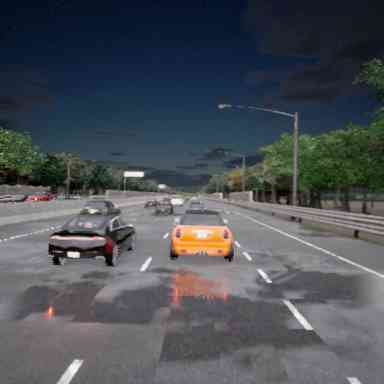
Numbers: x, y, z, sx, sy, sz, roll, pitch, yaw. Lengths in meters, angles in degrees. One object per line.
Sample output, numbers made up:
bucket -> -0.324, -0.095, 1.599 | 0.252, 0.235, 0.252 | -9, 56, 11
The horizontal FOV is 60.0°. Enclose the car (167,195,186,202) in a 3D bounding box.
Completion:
car -> -2.798, 1.668, 61.588 | 2.150, 2.045, 5.566 | 1, -1, 0

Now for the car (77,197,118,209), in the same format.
car -> -6.552, 1.378, 24.151 | 2.097, 1.767, 4.553 | 1, 0, 0

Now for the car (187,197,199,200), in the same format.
car -> 0.657, 2.028, 56.377 | 2.033, 1.411, 5.357 | 1, -1, 0

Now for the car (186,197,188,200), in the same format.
car -> -2.671, 2.174, 82.804 | 1.812, 1.442, 4.674 | 1, -1, 0

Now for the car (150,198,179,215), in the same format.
car -> -2.963, 1.710, 36.903 | 2.128, 1.511, 4.902 | 1, 0, 0

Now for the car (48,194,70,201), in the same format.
car -> -20.392, 1.449, 52.699 | 1.837, 1.490, 4.892 | 1, -1, 1

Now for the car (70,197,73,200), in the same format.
car -> -16.898, 1.519, 52.686 | 2.128, 1.511, 4.902 | 1, -1, 1

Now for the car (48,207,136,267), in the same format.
car -> -3.167, 1.500, 11.418 | 2.128, 1.511, 4.902 | 1, 0, 1

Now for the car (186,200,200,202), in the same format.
car -> 0.519, 1.827, 34.290 | 2.033, 1.411, 5.357 | 1, 0, 0

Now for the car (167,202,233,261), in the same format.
car -> 0.351, 1.456, 13.014 | 2.097, 1.767, 4.553 | 1, 0, 1

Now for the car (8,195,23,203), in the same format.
car -> -27.369, 1.261, 53.330 | 1.882, 1.535, 5.008 | 1, 0, 1

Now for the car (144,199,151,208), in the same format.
car -> -6.358, 1.809, 53.078 | 1.812, 1.442, 4.674 | 1, -1, 0

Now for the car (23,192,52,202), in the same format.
car -> -23.876, 1.088, 52.669 | 2.150, 2.045, 5.566 | 1, -1, 1
